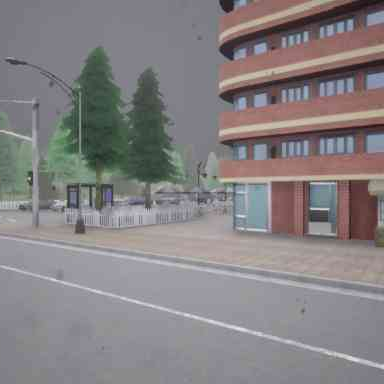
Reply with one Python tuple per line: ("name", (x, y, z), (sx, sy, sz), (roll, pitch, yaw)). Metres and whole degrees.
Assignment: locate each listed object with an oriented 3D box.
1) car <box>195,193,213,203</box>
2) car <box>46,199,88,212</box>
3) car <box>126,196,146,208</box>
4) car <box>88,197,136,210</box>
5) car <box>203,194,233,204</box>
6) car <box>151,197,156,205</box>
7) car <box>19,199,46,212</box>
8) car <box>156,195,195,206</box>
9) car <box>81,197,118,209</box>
("car", (1.543, 1.166, 59.692), (5.566, 2.045, 2.150), (0, 0, -34))
("car", (-13.574, 1.470, 37.588), (1.812, 1.442, 4.674), (0, 0, 36))
("car", (-8.243, 1.297, 44.844), (2.097, 1.767, 4.553), (0, 0, 38))
("car", (-8.985, 1.545, 37.726), (1.895, 1.301, 4.718), (0, 0, 35))
("car", (4.694, 1.449, 53.188), (4.892, 1.490, 1.837), (0, -1, -37))
("car", (-6.322, 1.470, 52.743), (1.812, 1.442, 4.674), (0, 0, 42))
("car", (-17.492, 1.508, 38.101), (1.994, 1.385, 4.181), (0, 0, 36))
("car", (-2.565, 1.492, 51.949), (5.357, 1.411, 2.033), (0, 0, -45))
("car", (-12.467, 1.470, 45.076), (1.812, 1.442, 4.674), (0, 0, 37))
